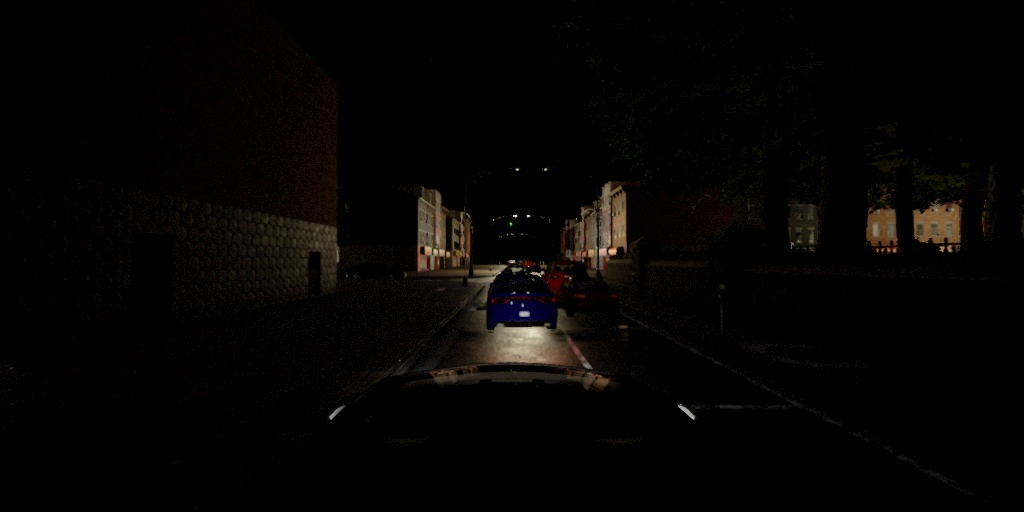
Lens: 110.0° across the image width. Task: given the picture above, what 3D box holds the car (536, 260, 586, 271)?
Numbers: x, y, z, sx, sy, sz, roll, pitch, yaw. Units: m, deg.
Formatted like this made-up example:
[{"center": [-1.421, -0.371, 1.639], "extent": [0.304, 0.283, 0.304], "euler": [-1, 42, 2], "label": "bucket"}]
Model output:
[{"center": [2.645, 1.140, 18.482], "extent": [2.192, 1.841, 5.009], "euler": [0, 0, 0], "label": "car"}]

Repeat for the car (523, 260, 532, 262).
[{"center": [2.656, 1.520, 44.911], "extent": [1.888, 1.381, 4.507], "euler": [0, 0, 0], "label": "car"}]

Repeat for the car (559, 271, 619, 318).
[{"center": [2.643, 1.381, 13.033], "extent": [1.802, 1.307, 4.207], "euler": [0, 0, 0], "label": "car"}]

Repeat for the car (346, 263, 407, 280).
[{"center": [-11.315, 1.356, 30.065], "extent": [4.892, 1.490, 1.837], "euler": [0, -1, 0], "label": "car"}]

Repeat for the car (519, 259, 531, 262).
[{"center": [2.663, 1.629, 61.222], "extent": [1.888, 1.381, 4.507], "euler": [0, 0, 0], "label": "car"}]

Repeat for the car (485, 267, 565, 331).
[{"center": [0.174, 1.268, 11.242], "extent": [1.882, 1.535, 5.008], "euler": [0, 0, -3], "label": "car"}]

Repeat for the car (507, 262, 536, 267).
[{"center": [0.323, 1.320, 21.803], "extent": [1.882, 1.535, 5.008], "euler": [0, 0, 4], "label": "car"}]
